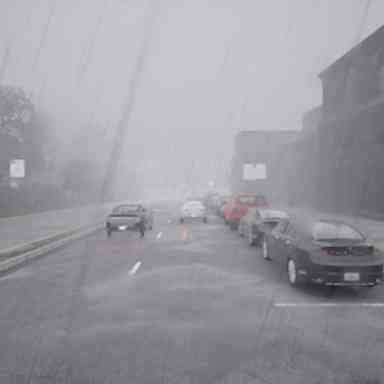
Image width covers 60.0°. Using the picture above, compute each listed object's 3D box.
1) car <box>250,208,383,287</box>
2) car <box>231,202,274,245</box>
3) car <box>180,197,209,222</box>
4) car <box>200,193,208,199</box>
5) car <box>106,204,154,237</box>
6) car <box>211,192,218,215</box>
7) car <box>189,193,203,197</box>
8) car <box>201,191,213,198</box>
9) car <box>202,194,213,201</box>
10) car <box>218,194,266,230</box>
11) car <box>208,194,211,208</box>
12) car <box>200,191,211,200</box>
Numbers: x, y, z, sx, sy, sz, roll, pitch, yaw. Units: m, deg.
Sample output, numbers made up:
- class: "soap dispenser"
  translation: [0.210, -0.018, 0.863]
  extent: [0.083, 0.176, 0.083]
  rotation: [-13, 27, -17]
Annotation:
- class: "car"
  translation: [3.225, 1.432, 9.132]
  extent: [2.231, 1.521, 4.892]
  rotation: [0, 0, 0]
- class: "car"
  translation: [3.226, 1.402, 14.658]
  extent: [2.231, 1.521, 4.892]
  rotation: [0, 0, 0]
- class: "car"
  translation: [0.099, 1.391, 25.169]
  extent: [1.812, 1.442, 4.674]
  rotation: [0, 0, 0]
- class: "car"
  translation: [3.216, 0.985, 92.324]
  extent: [1.946, 1.575, 5.366]
  rotation: [0, 0, 0]
- class: "car"
  translation: [-3.150, 1.398, 17.457]
  extent: [2.128, 1.511, 4.902]
  rotation: [0, 0, 0]
- class: "car"
  translation: [3.223, 1.187, 31.332]
  extent: [2.185, 1.767, 4.553]
  rotation: [0, 0, 0]
- class: "car"
  translation: [0.096, 1.283, 41.745]
  extent: [1.837, 1.490, 4.892]
  rotation: [0, 1, 0]
- class: "car"
  translation: [3.220, 0.944, 53.365]
  extent: [2.435, 2.045, 5.566]
  rotation: [0, 0, 0]
- class: "car"
  translation: [3.222, 1.137, 69.945]
  extent: [2.163, 1.488, 4.792]
  rotation: [0, 0, 0]
- class: "car"
  translation: [3.224, 1.120, 20.340]
  extent: [2.435, 2.045, 5.566]
  rotation: [0, 0, 0]
- class: "car"
  translation: [3.222, 1.279, 37.074]
  extent: [1.946, 1.575, 5.366]
  rotation: [0, 0, 0]
- class: "car"
  translation: [3.215, 0.797, 80.989]
  extent: [2.435, 2.045, 5.566]
  rotation: [0, 0, 0]
